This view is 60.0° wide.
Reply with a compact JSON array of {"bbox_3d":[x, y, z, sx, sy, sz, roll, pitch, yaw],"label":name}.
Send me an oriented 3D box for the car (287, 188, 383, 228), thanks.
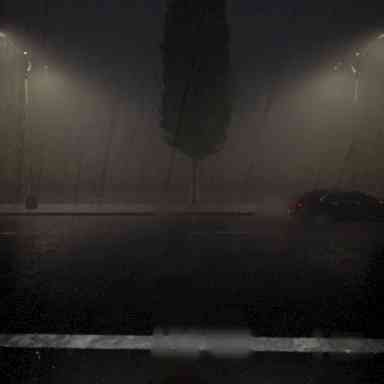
[{"bbox_3d":[6.485,0.601,13.841,4.892,1.490,1.837,0,5,0],"label":"car"}]
